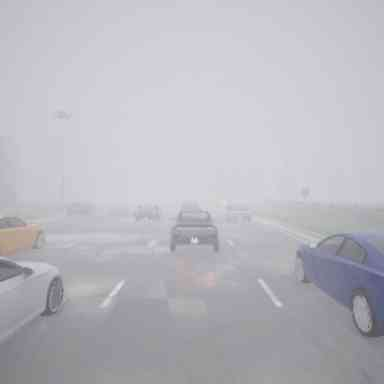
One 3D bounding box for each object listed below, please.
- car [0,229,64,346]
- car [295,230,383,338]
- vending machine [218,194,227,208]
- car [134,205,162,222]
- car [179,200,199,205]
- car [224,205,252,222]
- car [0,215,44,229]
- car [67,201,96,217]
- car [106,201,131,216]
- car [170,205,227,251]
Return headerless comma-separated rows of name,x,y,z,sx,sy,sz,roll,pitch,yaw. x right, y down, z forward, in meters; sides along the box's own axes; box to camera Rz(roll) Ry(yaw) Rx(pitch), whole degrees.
car,-3.401,1.537,4.562,1.812,1.442,4.674,0,0,0
car,3.597,1.495,6.645,1.882,1.535,5.008,0,0,0
vending machine,4.705,1.326,50.834,1.100,2.100,0.880,0,0,-13
car,-3.461,1.670,27.055,1.895,1.301,4.718,0,0,-1
car,-0.292,1.564,33.804,1.882,1.535,5.008,0,0,-4
car,3.538,1.671,27.058,1.895,1.301,4.718,0,0,-1
car,-6.904,1.507,11.514,1.882,1.535,5.008,0,0,0
car,-10.700,1.574,32.523,2.128,1.511,4.902,0,0,-4
car,-7.249,1.610,33.121,1.812,1.442,4.674,0,0,-5
car,0.095,1.528,14.200,2.128,1.511,4.902,0,0,0
